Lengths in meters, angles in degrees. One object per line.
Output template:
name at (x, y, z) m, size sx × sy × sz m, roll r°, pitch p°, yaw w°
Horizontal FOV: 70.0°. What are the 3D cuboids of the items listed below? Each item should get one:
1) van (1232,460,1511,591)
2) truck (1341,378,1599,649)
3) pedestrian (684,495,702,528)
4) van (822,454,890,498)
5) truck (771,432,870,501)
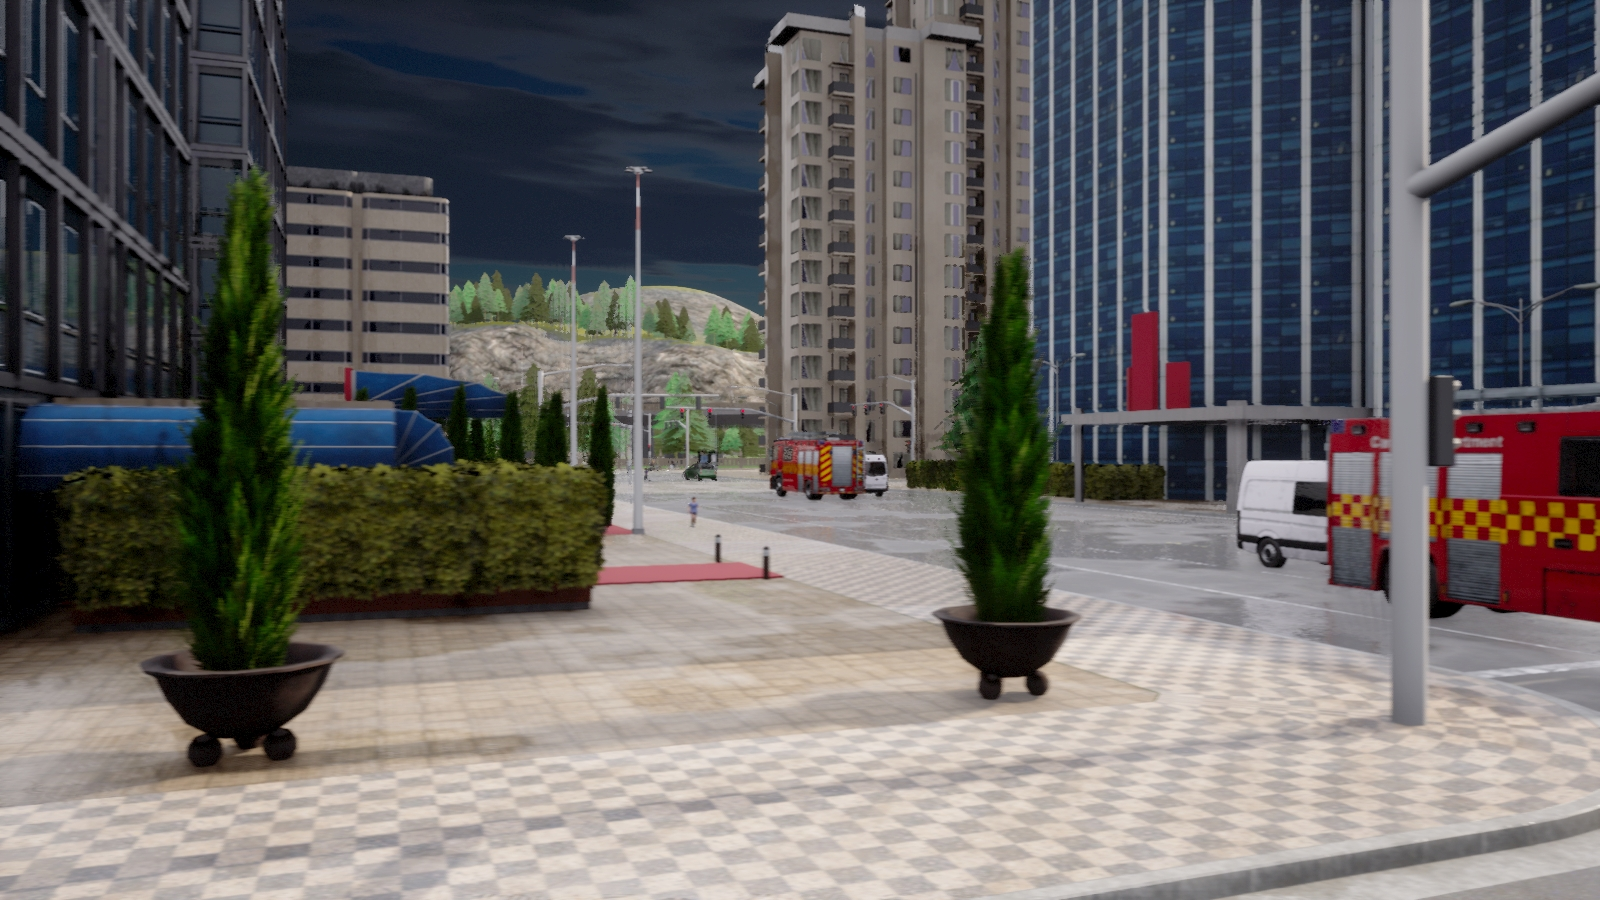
van at (12.645, 1.535, 25.876) m, size 1.988 × 2.561 × 5.915 m, roll 0°, pitch 0°, yaw -20°
truck at (12.527, 0.891, 16.969) m, size 2.891 × 3.827 × 8.468 m, roll 0°, pitch 0°, yaw -21°
pedestrian at (-3.621, 2.076, 38.623) m, size 0.500 × 1.100 × 0.500 m, roll 0°, pitch 0°, yaw -22°
van at (3.366, 1.535, 70.314) m, size 1.988 × 2.561 × 5.915 m, roll 0°, pitch 0°, yaw -21°
truck at (1.038, 0.891, 67.264) m, size 2.891 × 3.827 × 8.468 m, roll 0°, pitch 0°, yaw -21°
